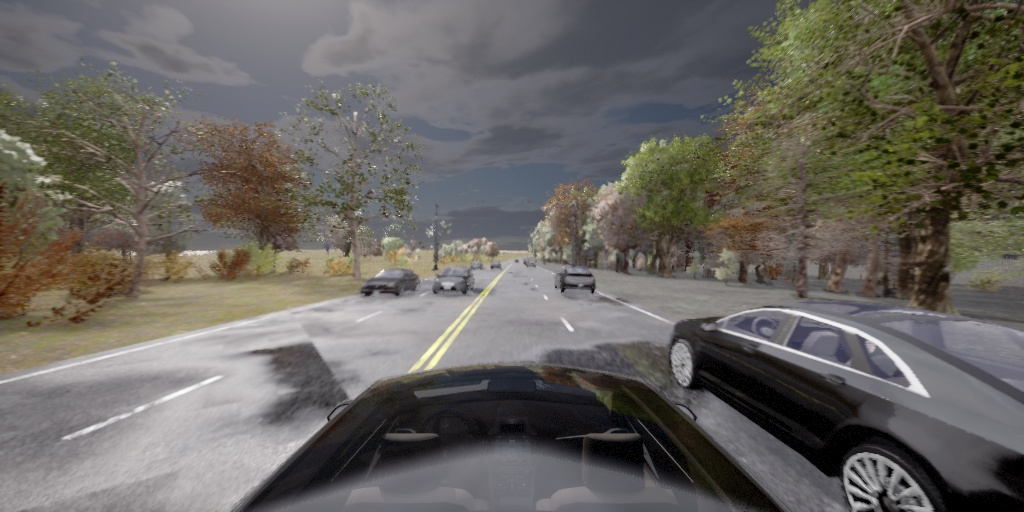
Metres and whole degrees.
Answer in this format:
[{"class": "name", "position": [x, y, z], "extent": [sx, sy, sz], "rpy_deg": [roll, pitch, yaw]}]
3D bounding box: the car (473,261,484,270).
[{"class": "car", "position": [-5.974, 1.583, 61.586], "extent": [2.128, 1.511, 4.902], "rpy_deg": [0, 0, 1]}]

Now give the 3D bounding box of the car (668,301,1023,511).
[{"class": "car", "position": [3.370, 1.221, 3.742], "extent": [2.128, 1.511, 4.902], "rpy_deg": [1, 1, 0]}]

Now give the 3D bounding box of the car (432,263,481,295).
[{"class": "car", "position": [-3.238, 1.346, 20.603], "extent": [2.128, 1.511, 4.902], "rpy_deg": [0, 0, 1]}]

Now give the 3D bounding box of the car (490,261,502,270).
[{"class": "car", "position": [-2.716, 1.643, 61.533], "extent": [2.033, 1.411, 5.357], "rpy_deg": [0, 0, 1]}]

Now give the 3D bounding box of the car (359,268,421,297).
[{"class": "car", "position": [-6.511, 1.393, 19.926], "extent": [2.033, 1.411, 5.357], "rpy_deg": [0, 0, 0]}]

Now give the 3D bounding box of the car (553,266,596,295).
[{"class": "car", "position": [3.473, 1.296, 20.396], "extent": [2.128, 1.511, 4.902], "rpy_deg": [2, 0, 0]}]
